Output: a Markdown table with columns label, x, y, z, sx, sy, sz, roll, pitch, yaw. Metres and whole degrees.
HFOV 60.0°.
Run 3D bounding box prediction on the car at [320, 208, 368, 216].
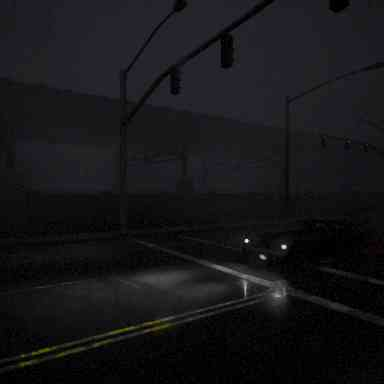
| label | x | y | z | sx | sy | sz | roll | pitch | yaw |
| --- | --- | --- | --- | --- | --- | --- | --- | --- | --- |
| car | 8.111 | 1.564 | 18.331 | 4.181 | 1.385 | 1.994 | 0 | 0 | -35 |

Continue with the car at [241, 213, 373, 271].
| label | x | y | z | sx | sy | sz | roll | pitch | yaw |
| --- | --- | --- | --- | --- | --- | --- | --- | --- | --- |
| car | 3.879 | 1.601 | 11.037 | 4.718 | 1.301 | 1.895 | 0 | 0 | -35 |
